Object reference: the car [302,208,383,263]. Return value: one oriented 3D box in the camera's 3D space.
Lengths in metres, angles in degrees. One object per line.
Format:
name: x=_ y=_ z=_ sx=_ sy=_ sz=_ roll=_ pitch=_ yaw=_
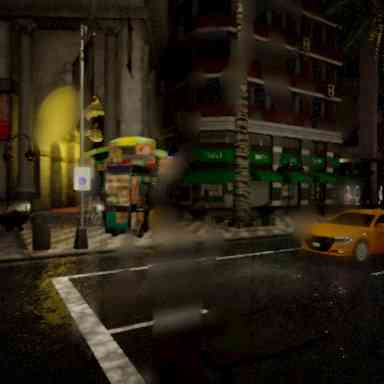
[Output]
car: x=5.983 y=1.344 z=11.499 sx=5.008 sy=1.535 sz=1.882 roll=0 pitch=1 yaw=-30
